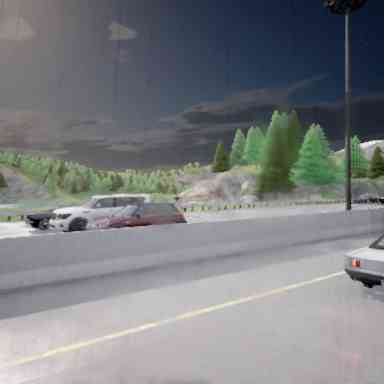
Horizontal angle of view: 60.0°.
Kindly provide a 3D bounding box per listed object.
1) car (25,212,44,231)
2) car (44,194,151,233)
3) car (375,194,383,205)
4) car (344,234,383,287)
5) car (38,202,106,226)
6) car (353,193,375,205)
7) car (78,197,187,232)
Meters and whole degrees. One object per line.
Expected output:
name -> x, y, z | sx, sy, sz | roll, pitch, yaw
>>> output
car -> -7.459, 1.539, 20.164 | 4.718, 1.301, 1.895 | -1, 0, -35
car -> -4.602, 1.149, 17.904 | 5.566, 2.045, 2.150 | -1, 0, -35
car -> 27.052, 1.083, 44.661 | 4.718, 1.301, 1.895 | -1, 0, -34
car -> 5.663, 1.503, 7.781 | 4.718, 1.301, 1.895 | -1, 0, -35
car -> -8.520, 1.489, 23.705 | 4.181, 1.385, 1.994 | -1, 0, -35
car -> 25.056, 0.986, 47.520 | 4.892, 1.490, 1.837 | -1, 0, -34
car -> -2.464, 1.279, 15.127 | 4.553, 1.767, 2.097 | -1, 0, -35
